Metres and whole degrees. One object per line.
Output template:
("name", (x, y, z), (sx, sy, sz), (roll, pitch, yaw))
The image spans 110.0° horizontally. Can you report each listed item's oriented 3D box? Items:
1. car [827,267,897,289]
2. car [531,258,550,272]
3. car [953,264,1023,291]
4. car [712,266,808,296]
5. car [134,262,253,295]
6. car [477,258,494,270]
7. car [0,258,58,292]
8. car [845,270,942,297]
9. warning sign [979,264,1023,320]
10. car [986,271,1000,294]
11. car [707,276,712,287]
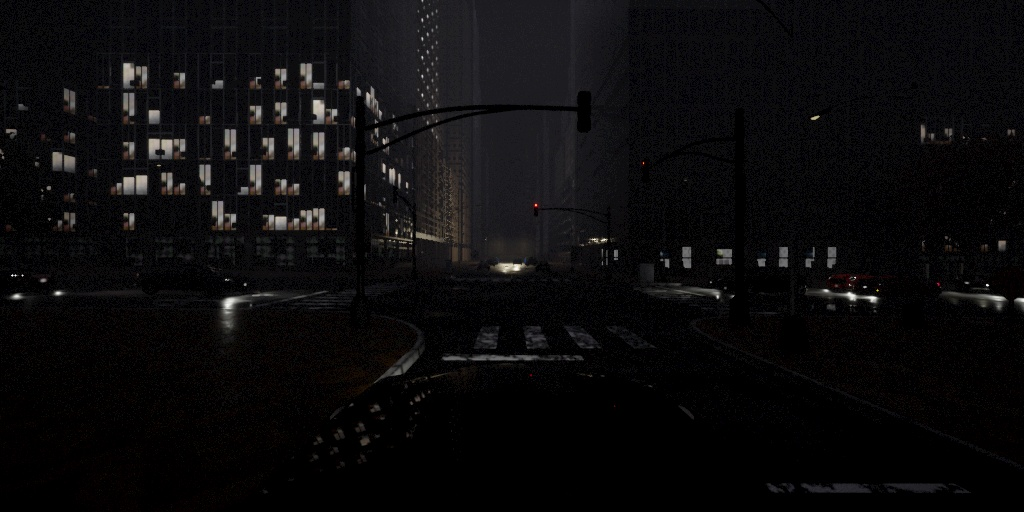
("car", (25.229, 1.579, 25.494), (4.553, 1.767, 2.097), (1, 0, -3))
("car", (3.927, 1.329, 46.215), (1.948, 1.339, 4.313), (0, 0, 0))
("car", (35.554, 1.634, 25.968), (5.566, 2.045, 2.150), (1, 0, -3))
("car", (15.141, 1.400, 21.774), (4.553, 1.767, 2.097), (1, 0, -3))
("car", (-14.950, 1.026, 16.927), (4.674, 1.442, 1.812), (1, 0, -1))
("car", (-4.026, 1.343, 51.708), (1.802, 1.307, 4.207), (0, 0, 0))
("car", (-24.165, 0.823, 16.499), (4.902, 1.511, 2.128), (1, 0, -3))
("car", (23.726, 1.766, 22.175), (4.181, 1.385, 1.994), (1, 0, -3))
("warning sign", (17.275, 1.204, 12.413), (1.060, 1.860, 1.300), (0, 0, -3))
("car", (34.025, 1.934, 22.647), (5.357, 1.411, 2.033), (1, 0, -3))
("car", (16.187, 1.591, 25.076), (4.674, 1.442, 1.812), (1, 0, -3))
